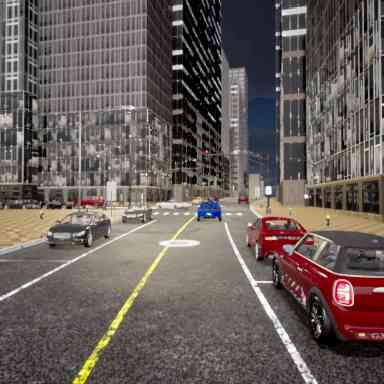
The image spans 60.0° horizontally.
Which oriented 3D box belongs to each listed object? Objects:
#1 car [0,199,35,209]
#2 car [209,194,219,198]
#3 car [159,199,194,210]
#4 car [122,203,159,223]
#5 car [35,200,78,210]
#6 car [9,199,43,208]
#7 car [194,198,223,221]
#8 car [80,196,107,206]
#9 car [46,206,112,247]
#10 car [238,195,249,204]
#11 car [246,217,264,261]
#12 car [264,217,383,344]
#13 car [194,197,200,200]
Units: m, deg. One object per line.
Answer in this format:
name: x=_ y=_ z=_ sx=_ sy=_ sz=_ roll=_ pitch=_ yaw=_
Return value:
car: x=-22.399 y=1.653 z=43.249 sx=4.403 sy=1.369 sz=2.008 roll=0 pitch=-1 yaw=13
car: x=5.157 y=1.491 z=78.798 sx=2.192 sy=1.841 sz=5.009 roll=1 pitch=0 yaw=14
car: x=-2.416 y=1.665 z=42.288 sx=4.718 sy=1.301 sz=1.895 roll=-1 pitch=-1 yaw=43
car: x=-4.129 y=1.573 z=25.696 sx=2.008 sy=1.369 sz=4.403 roll=1 pitch=0 yaw=5
car: x=-16.958 y=1.637 z=41.959 sx=4.313 sy=1.339 sz=1.947 roll=0 pitch=-1 yaw=13
car: x=-26.033 y=1.833 z=52.209 sx=4.403 sy=1.369 sz=2.008 roll=0 pitch=-1 yaw=13
car: x=1.480 y=1.494 z=27.165 sx=1.882 sy=1.535 sz=5.008 roll=0 pitch=0 yaw=5
car: x=-15.147 y=1.535 z=49.631 sx=5.009 sy=1.841 sz=2.192 roll=0 pitch=-1 yaw=13
car: x=-4.880 y=1.561 z=14.906 sx=2.008 sy=1.369 sz=4.403 roll=1 pitch=0 yaw=3
car: x=10.079 y=1.410 z=65.113 sx=2.192 sy=1.841 sz=5.009 roll=1 pitch=0 yaw=13
car: x=3.007 y=1.547 z=11.998 sx=1.887 sy=1.381 sz=4.507 roll=1 pitch=0 yaw=3
car: x=2.815 y=1.441 z=6.358 sx=1.967 sy=1.590 sz=4.097 roll=1 pitch=0 yaw=2
car: x=1.162 y=1.640 z=62.559 sx=1.752 sy=1.417 sz=4.829 roll=1 pitch=0 yaw=12
